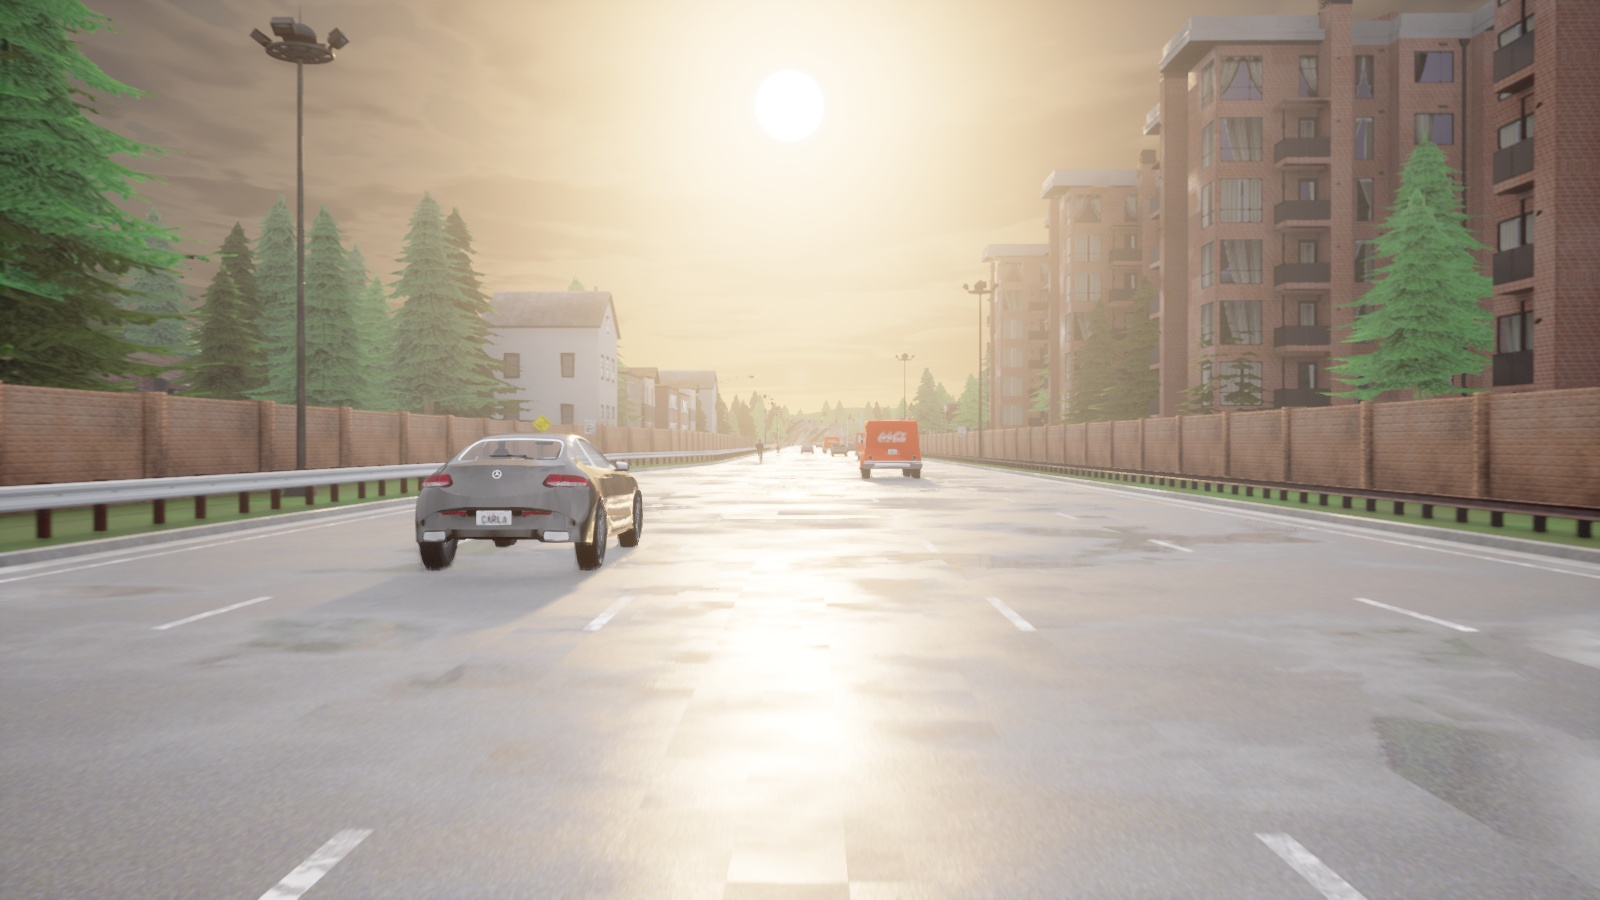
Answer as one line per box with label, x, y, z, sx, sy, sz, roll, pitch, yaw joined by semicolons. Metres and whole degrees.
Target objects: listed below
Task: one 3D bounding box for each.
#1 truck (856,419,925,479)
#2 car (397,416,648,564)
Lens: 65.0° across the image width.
truck;3.824;-0.042;54.264;2.627;2.467;5.204;0;0;0
car;-3.391;0.430;16.470;2.152;1.651;5.027;0;0;0
